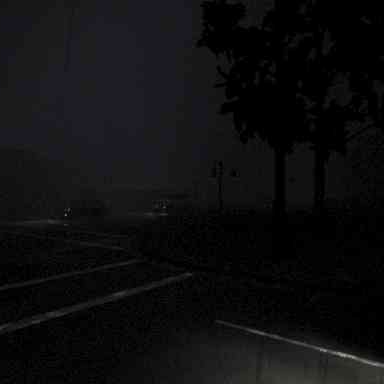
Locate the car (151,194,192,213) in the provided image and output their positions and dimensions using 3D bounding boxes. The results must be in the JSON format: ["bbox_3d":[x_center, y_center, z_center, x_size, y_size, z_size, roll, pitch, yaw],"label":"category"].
[{"bbox_3d":[-2.251,1.217,38.217,2.150,2.045,5.566,0,0,35],"label":"car"}]

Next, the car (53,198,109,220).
[{"bbox_3d":[-9.271,1.353,27.911,2.097,1.767,4.553,0,0,34],"label":"car"}]

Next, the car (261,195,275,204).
[{"bbox_3d":[13.877,1.343,60.782,2.097,1.767,4.553,0,0,7],"label":"car"}]
